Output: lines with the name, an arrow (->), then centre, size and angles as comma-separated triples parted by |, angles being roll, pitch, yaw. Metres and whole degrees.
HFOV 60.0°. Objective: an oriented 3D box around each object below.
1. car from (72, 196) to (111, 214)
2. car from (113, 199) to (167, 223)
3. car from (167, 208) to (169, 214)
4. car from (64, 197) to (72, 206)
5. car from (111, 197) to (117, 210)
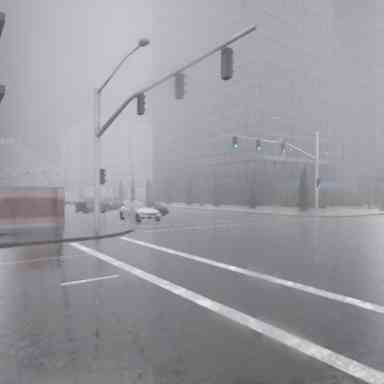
car -> -10.693, 1.356, 35.095 | 2.097, 1.767, 4.553 | 0, 0, -36
car -> -4.166, 1.529, 25.990 | 1.812, 1.442, 4.674 | 0, 0, -36
car -> -4.279, 1.552, 32.152 | 2.033, 1.411, 5.357 | 0, 0, -36
car -> -20.130, 1.529, 54.351 | 1.812, 1.442, 4.674 | 0, 0, -35
car -> -9.662, 1.358, 39.663 | 2.097, 1.767, 4.553 | 0, 0, -36
